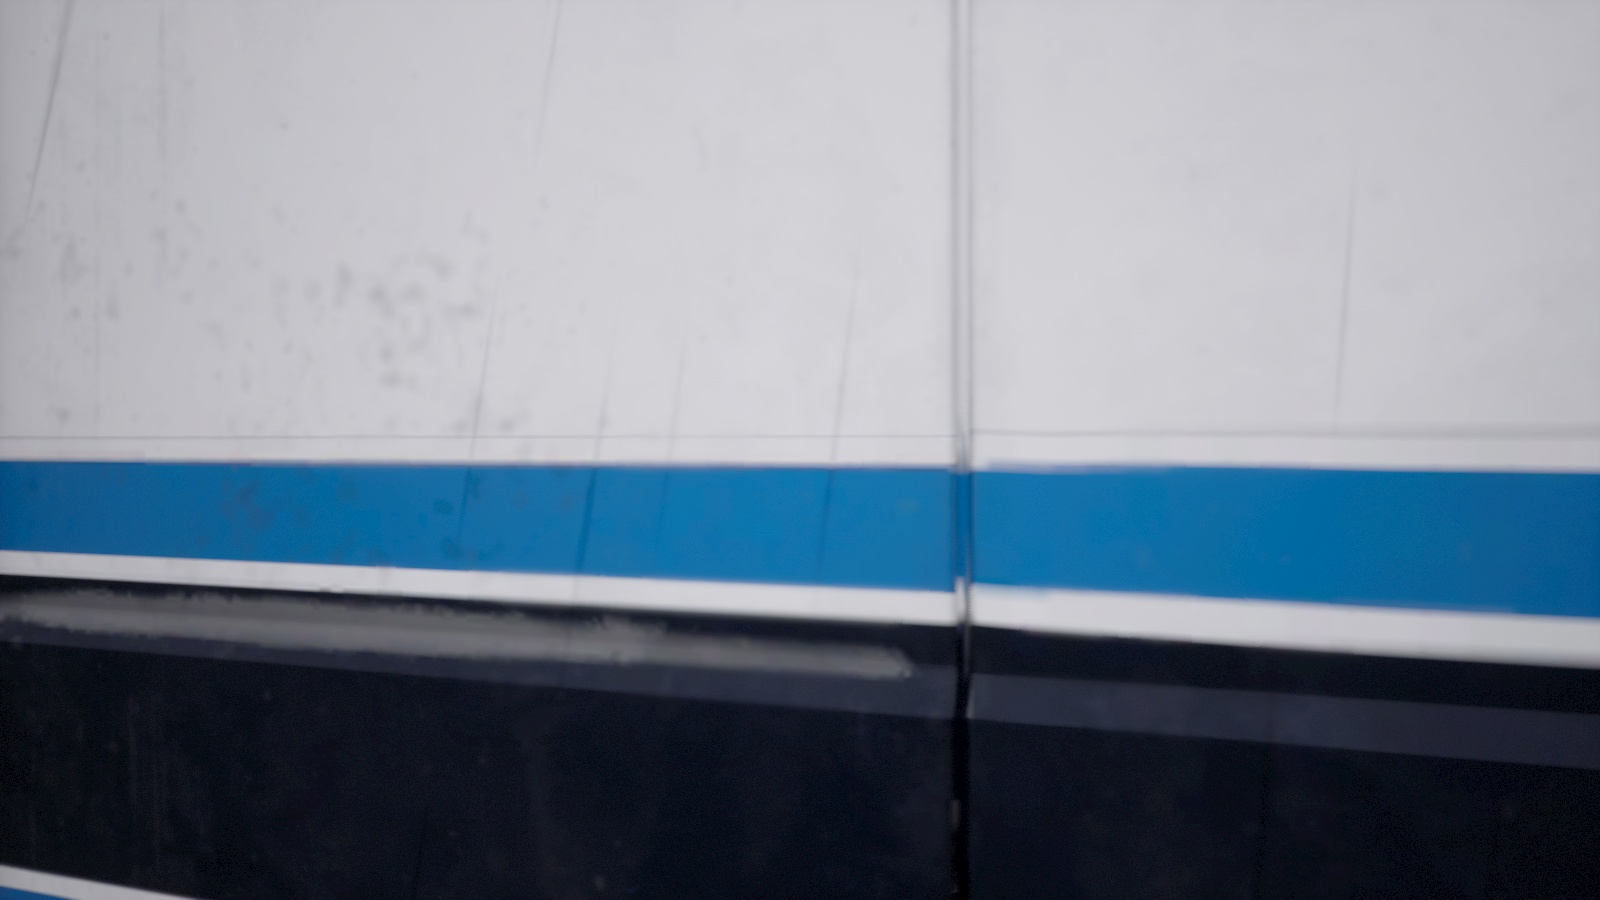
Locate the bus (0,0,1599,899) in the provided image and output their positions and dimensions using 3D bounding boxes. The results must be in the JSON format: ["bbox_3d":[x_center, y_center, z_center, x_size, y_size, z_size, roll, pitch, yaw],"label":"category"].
[{"bbox_3d":[0.012,-0.597,3.104,10.273,4.253,3.944,1,1,22],"label":"bus"}]
